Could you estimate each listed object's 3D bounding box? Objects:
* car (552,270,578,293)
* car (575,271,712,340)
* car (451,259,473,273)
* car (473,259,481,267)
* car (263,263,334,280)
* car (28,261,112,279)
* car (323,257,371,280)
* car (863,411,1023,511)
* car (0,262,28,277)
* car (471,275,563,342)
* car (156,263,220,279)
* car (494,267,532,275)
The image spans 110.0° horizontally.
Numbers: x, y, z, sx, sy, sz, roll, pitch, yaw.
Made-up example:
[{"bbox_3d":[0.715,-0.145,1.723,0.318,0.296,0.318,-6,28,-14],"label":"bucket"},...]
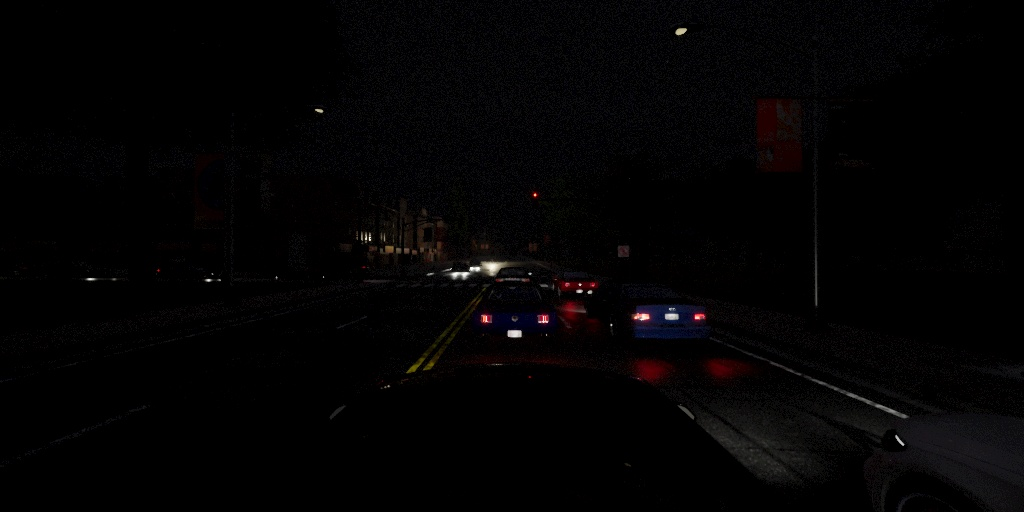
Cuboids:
[{"bbox_3d":[3.296,1.439,19.606,1.895,1.301,4.718,0,0,0],"label":"car"},{"bbox_3d":[3.328,1.322,9.963,2.033,1.411,5.357,0,0,0],"label":"car"},{"bbox_3d":[-6.617,1.418,46.632,1.994,1.385,4.181,0,0,0],"label":"car"},{"bbox_3d":[-6.585,1.204,64.474,2.128,1.511,4.902,0,0,0],"label":"car"},{"bbox_3d":[-18.098,1.449,30.251,4.718,1.301,1.895,1,0,0],"label":"car"},{"bbox_3d":[-36.884,1.164,30.260,5.008,1.535,1.882,0,0,0],"label":"car"},{"bbox_3d":[-15.815,1.113,32.734,5.566,2.045,2.150,1,0,0],"label":"car"},{"bbox_3d":[3.344,1.275,0.487,1.812,1.442,4.674,0,0,0],"label":"car"},{"bbox_3d":[-46.205,1.217,33.211,4.181,1.385,1.994,0,0,0],"label":"car"},{"bbox_3d":[0.078,1.374,9.837,1.895,1.301,4.718,0,0,0],"label":"car"},{"bbox_3d":[-27.260,1.325,30.248,4.181,1.385,1.994,0,0,0],"label":"car"},{"bbox_3d":[0.045,1.313,19.178,1.882,1.535,5.008,0,0,0],"label":"car"}]
